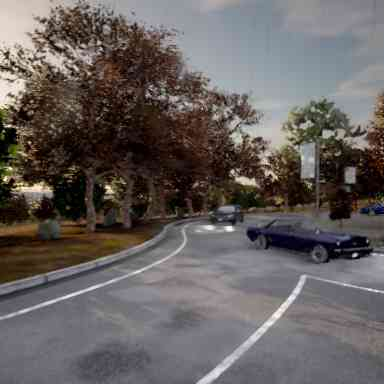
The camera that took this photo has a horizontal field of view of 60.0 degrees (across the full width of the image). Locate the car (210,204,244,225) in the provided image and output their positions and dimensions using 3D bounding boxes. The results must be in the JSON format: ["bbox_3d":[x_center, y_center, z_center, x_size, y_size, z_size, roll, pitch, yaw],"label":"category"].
[{"bbox_3d":[2.852,1.721,26.046,1.812,1.442,4.674,0,0,21],"label":"car"}]

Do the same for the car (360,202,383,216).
[{"bbox_3d":[21.479,1.830,37.095,5.008,1.535,1.882,-1,-1,13],"label":"car"}]

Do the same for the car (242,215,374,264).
[{"bbox_3d":[4.214,1.718,12.641,1.895,1.301,4.718,1,0,-28],"label":"car"}]
